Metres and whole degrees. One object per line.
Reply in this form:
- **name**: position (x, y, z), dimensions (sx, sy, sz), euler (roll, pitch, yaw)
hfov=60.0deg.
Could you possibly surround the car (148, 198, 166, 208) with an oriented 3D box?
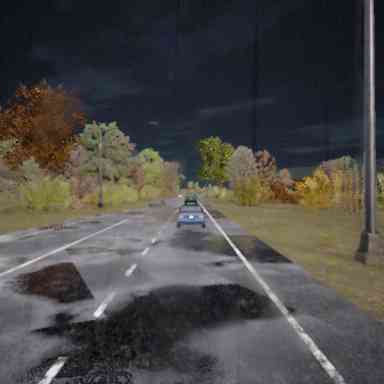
- **car**: position (-4.971, 1.602, 48.033), dimensions (1.994, 1.385, 4.181), euler (0, 0, 7)

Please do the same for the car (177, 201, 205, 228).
- **car**: position (-0.056, 1.567, 22.571), dimensions (2.033, 1.411, 5.357), euler (0, 0, 0)

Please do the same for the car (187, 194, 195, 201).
- **car**: position (-0.251, 1.439, 88.914), dimensions (1.882, 1.535, 5.008), euler (0, 0, 0)

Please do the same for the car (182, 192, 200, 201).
- **car**: position (-0.160, 1.228, 57.772), dimensions (2.150, 2.045, 5.566), euler (0, 0, 0)
